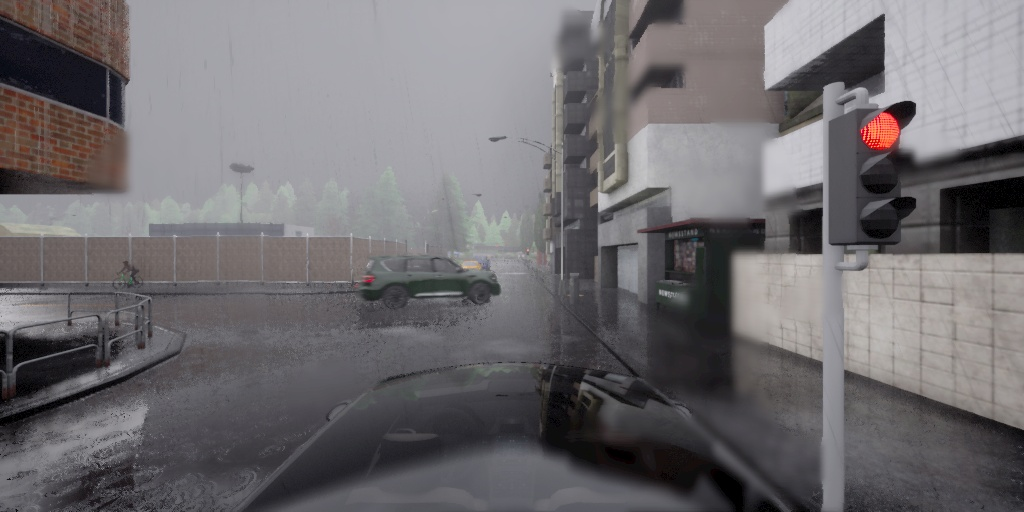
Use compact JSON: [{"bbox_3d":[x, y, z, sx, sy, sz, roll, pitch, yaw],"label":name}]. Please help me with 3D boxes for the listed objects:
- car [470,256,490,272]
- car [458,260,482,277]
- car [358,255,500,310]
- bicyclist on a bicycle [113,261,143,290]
[{"bbox_3d":[-4.079,0.971,46.527,2.150,2.045,5.566,0,0,0],"label":"car"},{"bbox_3d":[-4.110,1.228,35.826,1.882,1.535,5.008,0,0,0],"label":"car"},{"bbox_3d":[-3.294,0.973,14.729,5.566,2.045,2.150,0,1,-23],"label":"car"},{"bbox_3d":[-22.180,1.099,20.731,0.582,1.620,1.656,0,0,0],"label":"bicyclist on a bicycle"}]
